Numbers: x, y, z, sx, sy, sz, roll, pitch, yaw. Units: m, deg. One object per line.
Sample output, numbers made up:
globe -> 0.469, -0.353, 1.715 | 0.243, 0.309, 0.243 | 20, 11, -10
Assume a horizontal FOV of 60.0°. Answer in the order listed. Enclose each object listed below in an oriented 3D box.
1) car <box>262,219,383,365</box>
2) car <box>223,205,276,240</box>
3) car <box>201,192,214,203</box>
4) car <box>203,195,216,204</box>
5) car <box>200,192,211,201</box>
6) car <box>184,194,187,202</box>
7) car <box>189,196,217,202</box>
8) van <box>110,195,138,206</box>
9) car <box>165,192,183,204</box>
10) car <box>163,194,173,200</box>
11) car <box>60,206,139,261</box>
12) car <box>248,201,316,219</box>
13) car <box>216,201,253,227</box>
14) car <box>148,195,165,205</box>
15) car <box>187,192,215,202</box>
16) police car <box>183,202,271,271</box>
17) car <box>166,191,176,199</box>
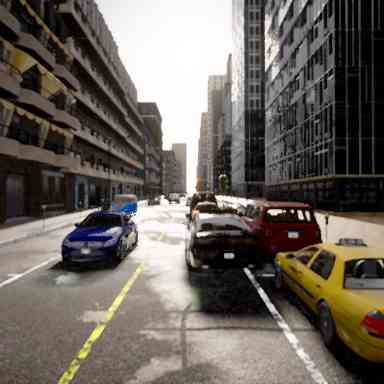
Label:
car -> 2.713, 1.478, 5.975 | 1.752, 1.417, 4.829 | 1, 0, 0
car -> 2.735, 1.438, 16.849 | 1.947, 1.339, 4.313 | 1, 0, 0
car -> 2.827, 0.922, 61.030 | 2.192, 1.841, 5.009 | 1, 0, 0
car -> 2.813, 1.201, 55.508 | 1.947, 1.339, 4.313 | 1, 0, 0
car -> 2.849, 0.869, 72.076 | 2.192, 1.841, 5.009 | 1, 0, 0
car -> 0.107, 1.198, 48.533 | 1.812, 1.442, 4.674 | 0, 0, 1
car -> 0.895, 1.300, 20.875 | 1.801, 1.575, 5.366 | 0, 0, 0
van -> -5.619, 1.138, 27.912 | 1.690, 1.788, 3.998 | 1, 0, 0
car -> -2.971, 1.132, 54.575 | 2.128, 1.511, 4.902 | 0, 0, 0
car -> -5.522, 1.075, 77.617 | 1.887, 1.381, 4.507 | 1, 0, 0
car -> -3.078, 1.434, 11.976 | 1.812, 1.442, 4.674 | 0, 1, 0
car -> 2.727, 1.228, 11.325 | 2.192, 1.841, 5.009 | 1, 0, 0
car -> 2.746, 1.378, 22.373 | 1.887, 1.381, 4.507 | 1, 0, 0
car -> -5.579, 1.247, 50.004 | 1.802, 1.307, 4.206 | 1, 0, 0
car -> 0.881, 1.027, 26.735 | 2.150, 2.045, 5.566 | 0, 0, -1
police car -> 0.758, 1.343, 10.747 | 1.930, 1.638, 5.238 | 0, 0, -3
car -> -5.498, 0.803, 88.662 | 2.192, 1.841, 5.009 | 1, 0, 0
